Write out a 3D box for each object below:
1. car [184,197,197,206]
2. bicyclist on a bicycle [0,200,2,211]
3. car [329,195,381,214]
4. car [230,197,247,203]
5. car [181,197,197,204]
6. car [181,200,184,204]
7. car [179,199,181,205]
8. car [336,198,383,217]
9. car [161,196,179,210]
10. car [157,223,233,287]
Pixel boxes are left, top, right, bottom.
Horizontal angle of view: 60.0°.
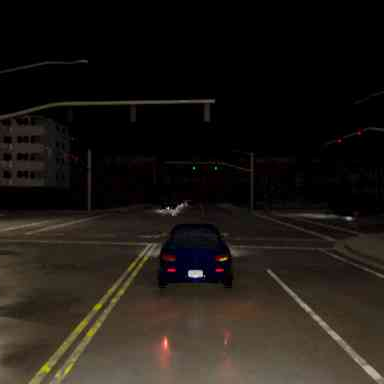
[{"bbox_3d":[-0.023,2.155,71.812,2.128,1.511,4.902,0,-1,2],"label":"car"},{"bbox_3d":[-25.477,1.688,43.851,0.582,1.620,1.656,0,0,0],"label":"bicyclist on a bicycle"},{"bbox_3d":[18.097,1.407,36.606,5.566,2.045,2.150,-1,-1,0],"label":"car"},{"bbox_3d":[12.727,2.157,90.714,4.553,1.767,2.097,0,-1,-24],"label":"car"},{"bbox_3d":[-0.813,2.083,82.329,2.097,1.767,4.553,0,-1,27],"label":"car"},{"bbox_3d":[-3.522,1.996,72.518,2.097,1.767,4.553,0,-1,2],"label":"car"},{"bbox_3d":[-3.622,2.080,62.639,1.812,1.442,4.674,0,-1,1],"label":"car"},{"bbox_3d":[17.512,1.635,33.107,5.008,1.535,1.882,-1,-1,1],"label":"car"},{"bbox_3d":[-3.634,1.690,53.005,2.150,2.045,5.566,0,-1,-1],"label":"car"},{"bbox_3d":[0.081,1.610,9.467,1.812,1.442,4.674,0,0,0],"label":"car"}]
